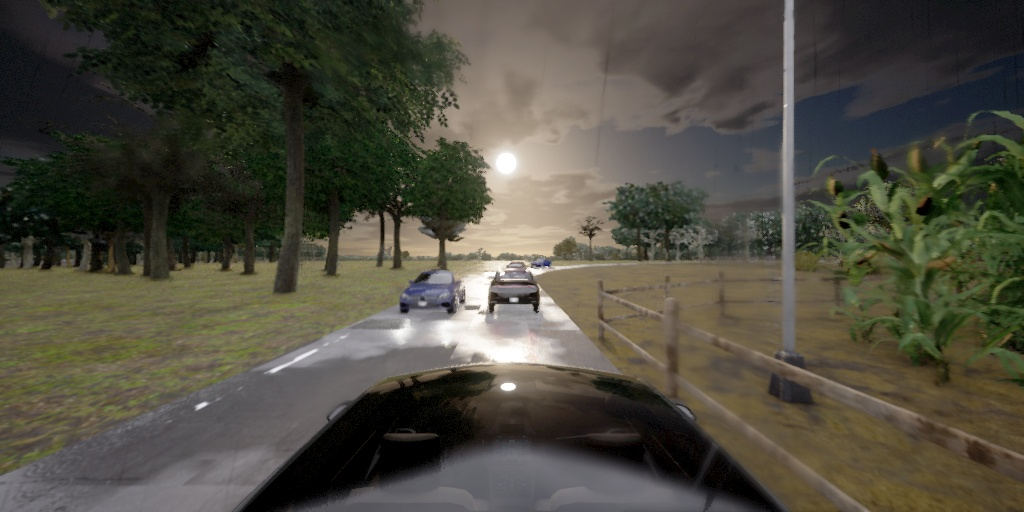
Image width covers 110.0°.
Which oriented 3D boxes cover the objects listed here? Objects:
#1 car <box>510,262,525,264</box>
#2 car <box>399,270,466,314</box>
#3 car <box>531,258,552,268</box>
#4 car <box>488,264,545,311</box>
[{"bbox_3d":[0.470,1.234,32.281,1.812,1.442,4.674,0,0,5],"label":"car"},{"bbox_3d":[-2.868,1.269,13.836,1.812,1.442,4.674,0,0,0],"label":"car"},{"bbox_3d":[4.617,1.148,56.403,1.882,1.535,5.008,0,0,28],"label":"car"},{"bbox_3d":[0.064,1.239,14.337,2.128,1.511,4.902,0,0,0],"label":"car"}]
